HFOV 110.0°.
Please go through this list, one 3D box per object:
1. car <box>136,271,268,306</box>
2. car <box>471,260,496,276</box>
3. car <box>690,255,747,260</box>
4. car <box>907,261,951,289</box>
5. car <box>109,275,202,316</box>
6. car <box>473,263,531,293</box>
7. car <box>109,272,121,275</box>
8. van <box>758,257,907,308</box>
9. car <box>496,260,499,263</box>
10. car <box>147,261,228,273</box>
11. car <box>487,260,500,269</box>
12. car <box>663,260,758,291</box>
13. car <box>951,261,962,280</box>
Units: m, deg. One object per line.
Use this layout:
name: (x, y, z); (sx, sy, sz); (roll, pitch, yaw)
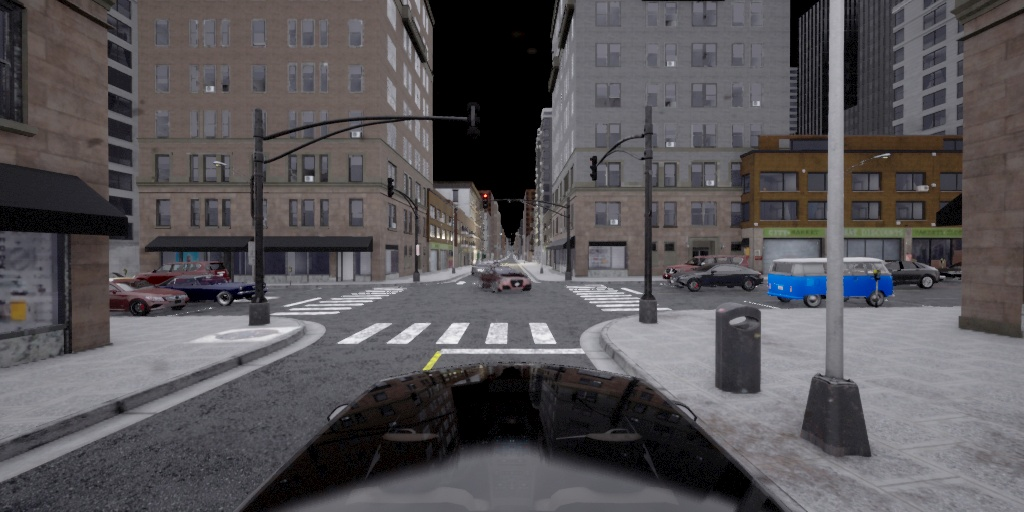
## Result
car: (-13.953, 1.517, 16.330); (4.718, 1.301, 1.895); (-1, 0, 0)
car: (-3.091, 1.249, 36.780); (2.128, 1.511, 4.902); (0, 0, 0)
car: (12.098, 0.871, 22.255); (5.009, 1.841, 2.192); (0, 0, 0)
car: (20.289, 0.980, 19.608); (4.892, 1.490, 1.837); (-1, 0, 0)
car: (-14.817, 1.527, 13.666); (4.207, 1.307, 1.802); (0, 0, 0)
car: (-0.532, 1.309, 20.827); (1.994, 1.385, 4.181); (0, 0, -24)
car: (-26.017, 1.550, 22.165); (4.829, 1.417, 1.751); (0, 0, 0)
van: (12.119, 0.957, 13.729); (3.998, 1.789, 1.690); (0, 0, 0)
car: (-3.082, 1.294, 48.073); (1.812, 1.442, 4.674); (0, 0, 0)
car: (-20.343, 1.270, 22.178); (5.009, 1.841, 2.192); (0, 0, 0)
car: (-3.063, 1.350, 59.996); (1.994, 1.385, 4.181); (0, 0, 0)
car: (11.103, 1.113, 19.603); (4.674, 1.442, 1.812); (-1, 0, 1)
car: (28.926, 0.915, 22.295); (4.313, 1.339, 1.948); (0, 0, 0)
